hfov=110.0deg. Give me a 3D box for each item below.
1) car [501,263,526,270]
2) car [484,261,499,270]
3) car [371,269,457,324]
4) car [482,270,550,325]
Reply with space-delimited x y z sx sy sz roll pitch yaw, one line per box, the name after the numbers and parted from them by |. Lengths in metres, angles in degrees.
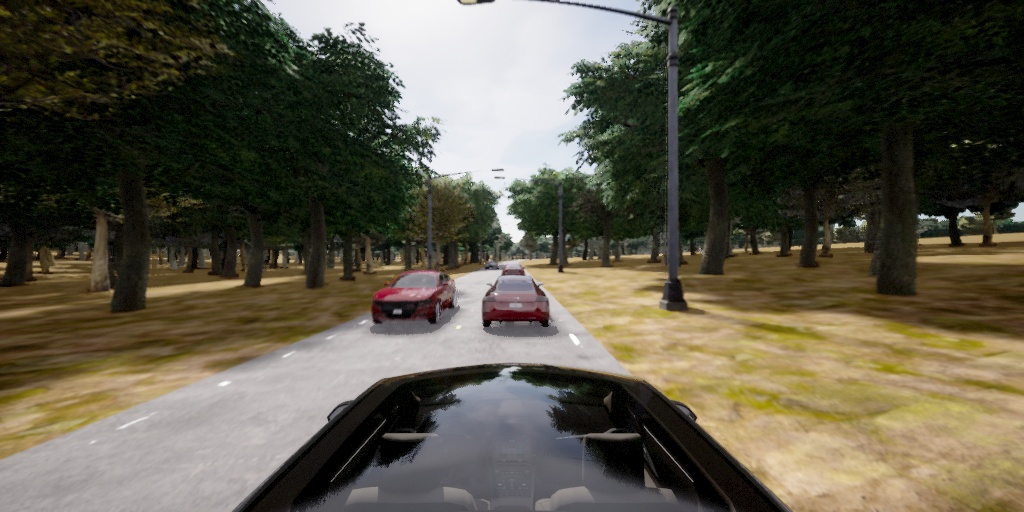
0.110 1.299 28.612 1.812 1.442 4.674 0 0 0 | car
-3.042 1.384 53.826 1.994 1.385 4.181 0 0 0 | car
-3.095 1.232 12.194 1.882 1.535 5.008 0 0 0 | car
0.104 1.318 11.775 1.994 1.385 4.181 0 0 0 | car
